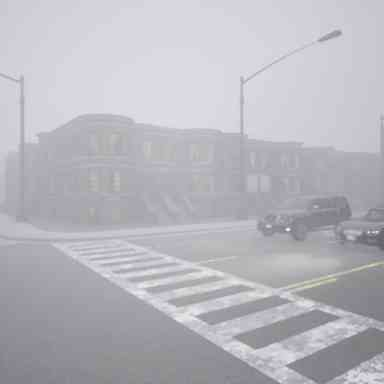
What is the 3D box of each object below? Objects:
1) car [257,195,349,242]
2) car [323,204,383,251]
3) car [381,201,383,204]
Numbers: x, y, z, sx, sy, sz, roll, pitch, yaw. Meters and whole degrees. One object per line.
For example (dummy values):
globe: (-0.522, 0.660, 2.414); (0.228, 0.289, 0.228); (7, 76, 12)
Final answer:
car: (5.781, 1.194, 16.669); (5.566, 2.045, 2.150); (0, 0, -34)
car: (8.006, 1.463, 13.973); (4.902, 1.511, 2.128); (0, 0, -35)
car: (13.537, 1.306, 22.206); (4.553, 1.767, 2.097); (0, 0, -35)
